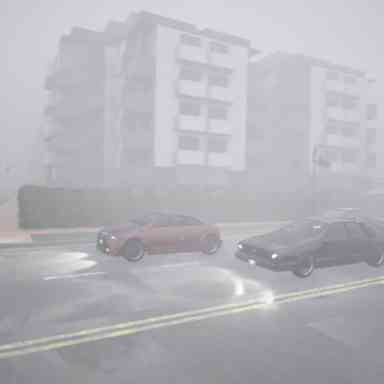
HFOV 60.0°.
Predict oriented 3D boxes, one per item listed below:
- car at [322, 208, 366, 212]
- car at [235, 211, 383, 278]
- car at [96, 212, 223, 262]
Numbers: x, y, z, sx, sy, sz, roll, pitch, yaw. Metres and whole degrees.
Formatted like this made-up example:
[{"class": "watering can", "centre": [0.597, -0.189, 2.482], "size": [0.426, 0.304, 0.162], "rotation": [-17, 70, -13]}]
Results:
[{"class": "car", "centre": [6.760, 1.454, 15.222], "size": [4.674, 1.442, 1.812], "rotation": [1, 1, -25]}, {"class": "car", "centre": [3.928, 1.486, 9.972], "size": [5.357, 1.411, 2.033], "rotation": [1, 1, -28]}, {"class": "car", "centre": [-1.036, 1.376, 11.230], "size": [4.181, 1.385, 1.994], "rotation": [1, 1, -28]}]
